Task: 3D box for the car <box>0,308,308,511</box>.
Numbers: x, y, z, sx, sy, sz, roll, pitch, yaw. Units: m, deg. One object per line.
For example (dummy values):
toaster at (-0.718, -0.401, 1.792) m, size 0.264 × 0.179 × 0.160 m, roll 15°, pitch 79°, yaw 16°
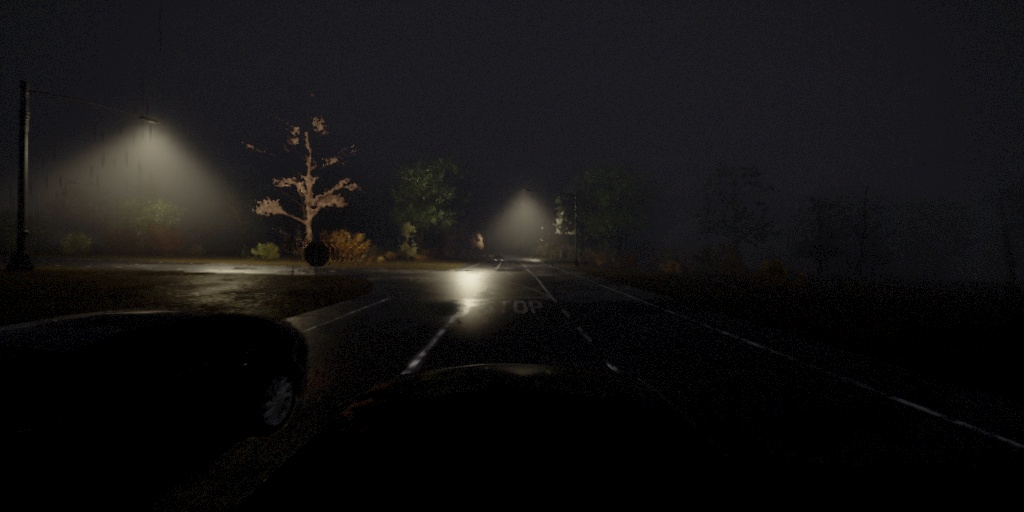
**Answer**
car at (-3.502, 1.271, 2.600) m, size 1.837 × 1.490 × 4.892 m, roll 0°, pitch 1°, yaw 0°
